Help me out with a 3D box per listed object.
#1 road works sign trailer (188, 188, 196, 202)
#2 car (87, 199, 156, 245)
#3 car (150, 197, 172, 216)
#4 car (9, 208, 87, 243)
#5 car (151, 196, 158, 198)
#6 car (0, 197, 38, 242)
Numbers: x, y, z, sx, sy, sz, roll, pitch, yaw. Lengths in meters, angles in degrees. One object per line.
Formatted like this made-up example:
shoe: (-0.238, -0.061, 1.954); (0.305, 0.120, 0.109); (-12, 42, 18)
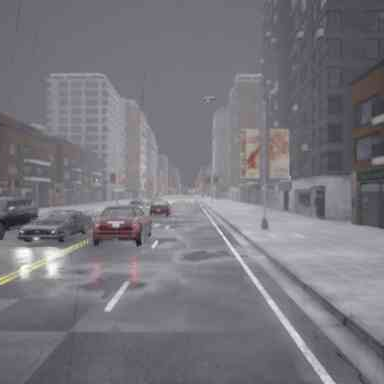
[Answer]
road works sign trailer: (0.001, 0.775, 88.910); (2.380, 3.560, 2.880); (0, 0, 0)
car: (-3.150, 1.407, 15.882); (2.097, 1.767, 4.553); (0, 0, 0)
car: (-3.139, 1.594, 33.803); (1.882, 1.535, 5.008); (0, 0, 0)
car: (-6.599, 1.605, 16.758); (2.033, 1.411, 5.357); (0, 0, 0)
car: (-6.543, 1.554, 58.478); (2.097, 1.767, 4.553); (0, 0, 0)
car: (-9.849, 1.280, 16.990); (2.150, 2.045, 5.566); (0, 0, 0)
